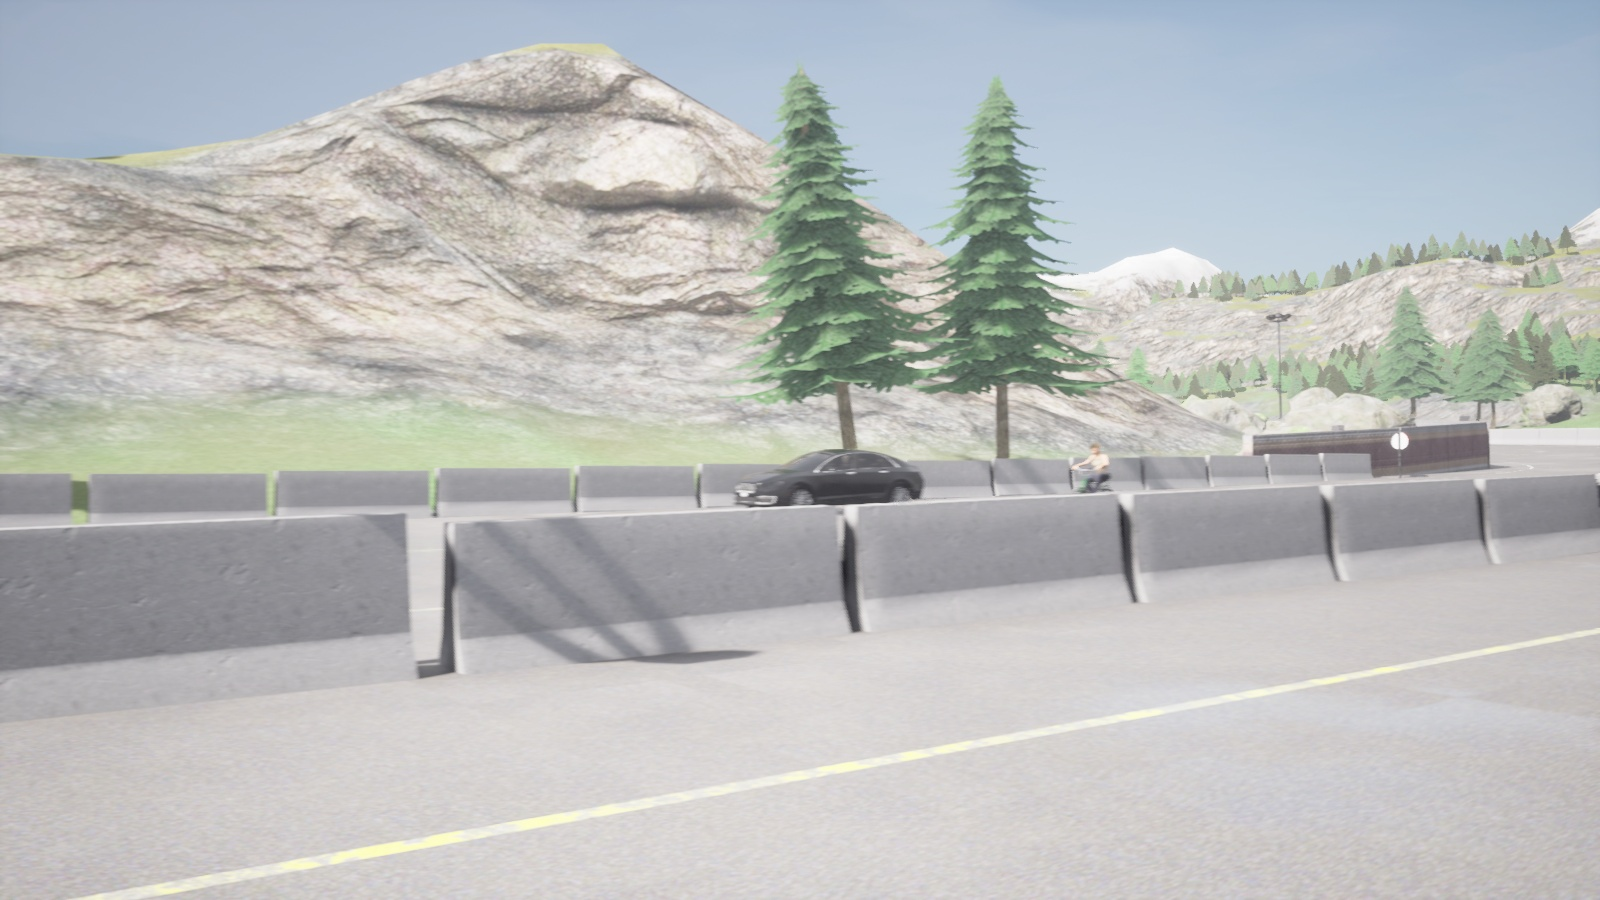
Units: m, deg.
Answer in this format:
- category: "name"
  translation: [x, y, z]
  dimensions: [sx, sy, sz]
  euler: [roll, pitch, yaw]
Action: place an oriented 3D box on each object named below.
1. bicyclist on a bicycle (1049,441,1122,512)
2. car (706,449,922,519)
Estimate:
- category: "bicyclist on a bicycle"
  translation: [6.753, 0.615, 29.687]
  dimensions: [1.509, 1.612, 0.866]
  euler: [-1, 0, -35]
- category: "car"
  translation: [0.386, 0.748, 29.514]
  dimensions: [4.892, 1.490, 1.837]
  euler: [-1, 0, -35]
